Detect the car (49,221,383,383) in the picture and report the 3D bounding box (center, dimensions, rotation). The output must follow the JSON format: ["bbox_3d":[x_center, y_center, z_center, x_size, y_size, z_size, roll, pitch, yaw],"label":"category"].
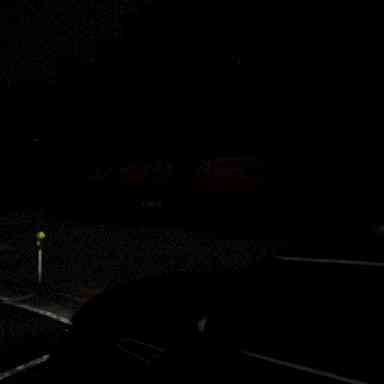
[{"bbox_3d":[1.377,1.229,2.251,5.566,2.045,2.150,-1,0,35],"label":"car"}]
